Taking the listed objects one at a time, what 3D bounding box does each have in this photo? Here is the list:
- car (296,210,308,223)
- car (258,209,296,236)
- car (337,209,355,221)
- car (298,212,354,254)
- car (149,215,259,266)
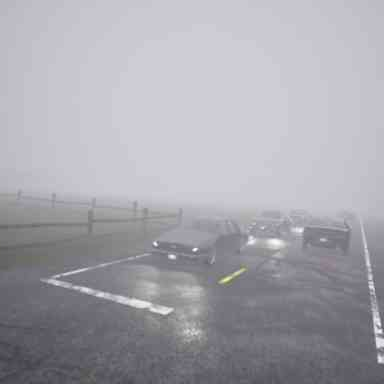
[{"bbox_3d":[9.783,2.309,30.681,1.895,1.301,4.718,3,0,27],"label":"car"},{"bbox_3d":[5.164,1.901,21.460,1.837,1.490,4.892,3,0,26],"label":"car"},{"bbox_3d":[18.649,2.769,40.152,2.128,1.511,4.902,3,0,27],"label":"car"},{"bbox_3d":[6.648,1.944,16.206,1.882,1.535,5.008,3,0,27],"label":"car"},{"bbox_3d":[0.607,1.636,12.359,2.033,1.411,5.357,3,0,27],"label":"car"}]
